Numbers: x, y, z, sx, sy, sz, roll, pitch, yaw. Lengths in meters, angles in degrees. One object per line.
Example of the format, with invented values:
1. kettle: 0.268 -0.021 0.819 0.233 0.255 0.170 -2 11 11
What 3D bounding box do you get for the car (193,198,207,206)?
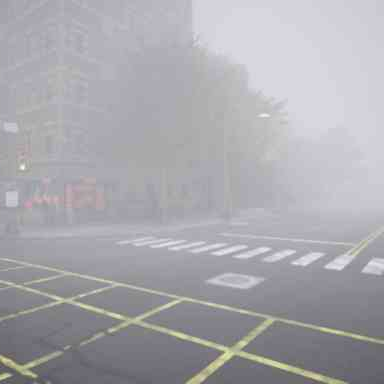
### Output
1. car: 0.927 1.723 49.904 4.892 1.490 1.837 -1 0 36
